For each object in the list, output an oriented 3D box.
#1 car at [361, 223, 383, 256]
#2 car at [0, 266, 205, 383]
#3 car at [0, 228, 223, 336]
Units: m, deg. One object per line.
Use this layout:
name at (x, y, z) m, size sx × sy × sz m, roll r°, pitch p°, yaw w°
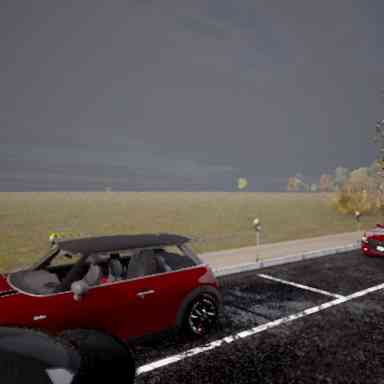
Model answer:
car at (7.633, 1.488, 11.533) m, size 4.507 × 1.381 × 1.887 m, roll 0°, pitch 1°, yaw -35°
car at (-2.362, 1.531, 1.388) m, size 4.674 × 1.442 × 1.812 m, roll 0°, pitch 0°, yaw -35°
car at (-1.572, 1.434, 4.966) m, size 4.097 × 1.590 × 1.967 m, roll 0°, pitch 1°, yaw -35°
